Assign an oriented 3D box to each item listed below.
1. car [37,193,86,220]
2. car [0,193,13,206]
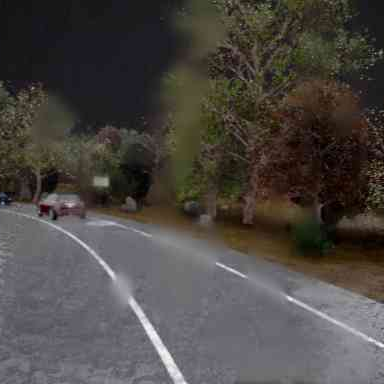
[{"bbox_3d":[-8.865,0.836,22.378,2.097,1.767,4.553,0,1,-39],"label":"car"},{"bbox_3d":[-19.803,0.716,33.144,4.718,1.301,1.895,2,2,37],"label":"car"}]
